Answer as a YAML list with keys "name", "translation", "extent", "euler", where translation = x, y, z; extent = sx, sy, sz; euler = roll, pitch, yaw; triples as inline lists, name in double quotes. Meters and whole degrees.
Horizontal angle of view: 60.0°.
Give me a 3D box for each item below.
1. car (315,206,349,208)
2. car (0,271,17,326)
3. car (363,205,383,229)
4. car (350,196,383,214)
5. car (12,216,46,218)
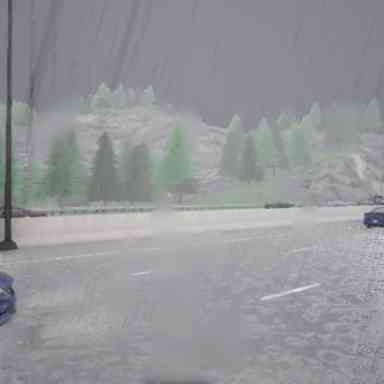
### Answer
- name: "car"
  translation: [18.410, 1.813, 42.879]
  extent: [4.674, 1.442, 1.812]
  euler: [1, 0, -35]
- name: "car"
  translation: [-5.002, 1.514, 4.479]
  extent: [4.674, 1.442, 1.812]
  euler: [0, 0, -36]
- name: "car"
  translation: [13.214, 1.646, 21.775]
  extent: [5.008, 1.535, 1.882]
  euler: [0, 0, -36]
- name: "car"
  translation: [22.227, 1.524, 41.315]
  extent: [5.566, 2.045, 2.150]
  euler: [1, 0, -35]
- name: "car"
  translation: [-10.517, 1.489, 17.988]
  extent: [5.008, 1.535, 1.882]
  euler: [1, 0, -35]
